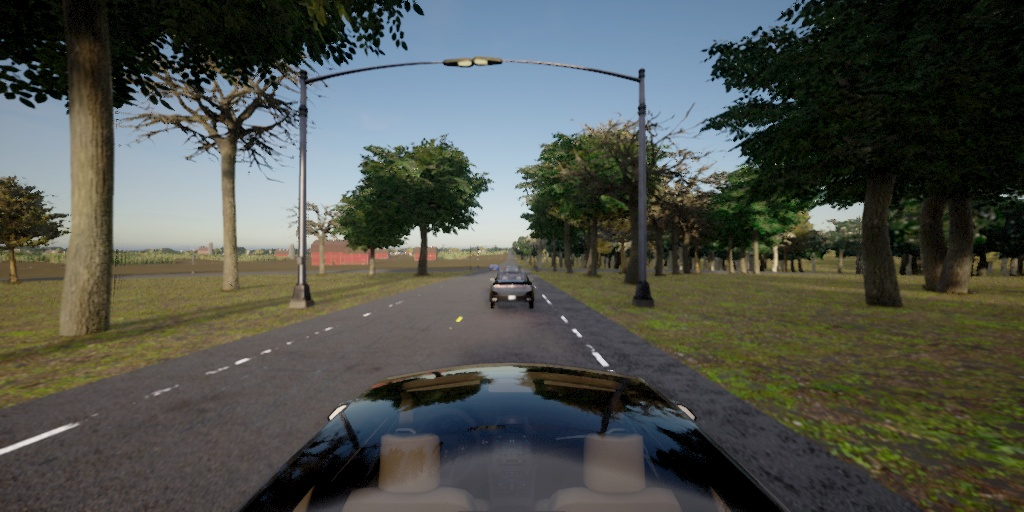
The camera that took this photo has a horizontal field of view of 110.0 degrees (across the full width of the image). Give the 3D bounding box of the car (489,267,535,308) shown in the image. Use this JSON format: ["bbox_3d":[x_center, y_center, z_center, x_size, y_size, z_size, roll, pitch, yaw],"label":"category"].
[{"bbox_3d":[0.001,1.407,16.142,2.128,1.511,4.902,0,-1,0],"label":"car"}]
